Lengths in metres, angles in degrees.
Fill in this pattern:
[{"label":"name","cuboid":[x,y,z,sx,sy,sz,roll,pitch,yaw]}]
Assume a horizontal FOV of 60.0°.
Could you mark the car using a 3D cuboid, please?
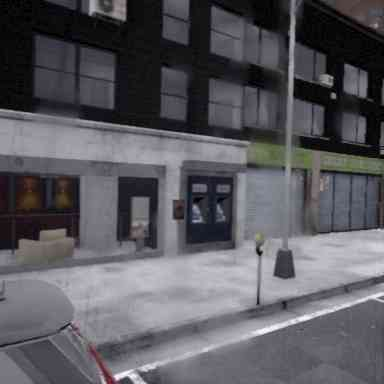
[{"label":"car","cuboid":[-2.278,1.336,1.360,4.097,1.590,1.967,1,1,-34]}]
